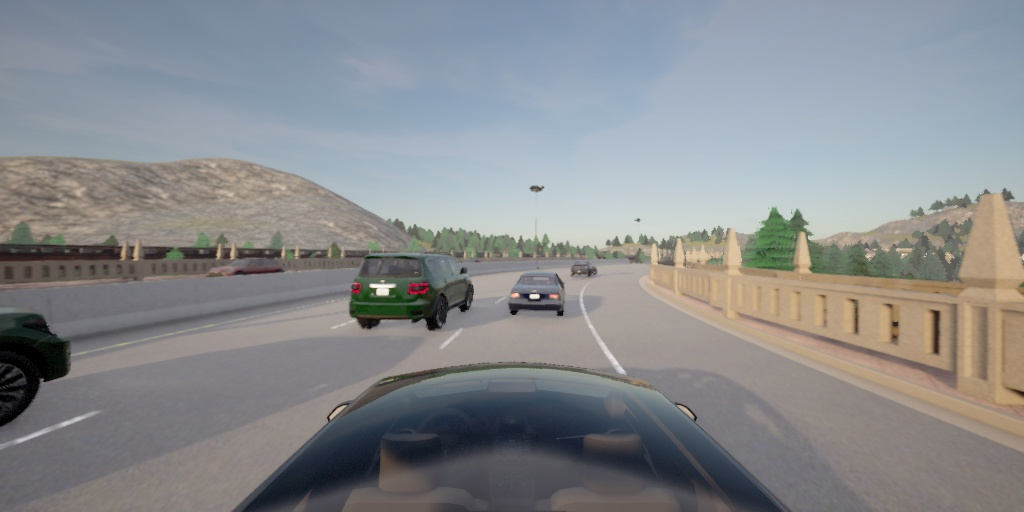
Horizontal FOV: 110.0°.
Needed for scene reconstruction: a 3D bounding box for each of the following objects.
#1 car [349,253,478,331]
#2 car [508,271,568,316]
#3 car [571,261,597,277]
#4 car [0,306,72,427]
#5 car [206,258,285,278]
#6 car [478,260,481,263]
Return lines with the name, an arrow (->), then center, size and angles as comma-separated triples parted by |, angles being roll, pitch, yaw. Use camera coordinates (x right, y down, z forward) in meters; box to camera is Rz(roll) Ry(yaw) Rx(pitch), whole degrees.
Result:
car -> -2.754, 0.933, 11.092 | 2.150, 2.045, 5.566 | 0, 0, 6
car -> 1.055, 1.274, 13.399 | 2.033, 1.411, 5.357 | 0, 0, 9
car -> 6.929, 1.198, 34.288 | 2.128, 1.511, 4.902 | 0, 0, 22
car -> -6.823, 0.933, 2.199 | 2.150, 2.045, 5.566 | 0, 0, 0
car -> -18.258, 0.943, 24.768 | 2.097, 1.767, 4.553 | 0, 0, 13
car -> -5.008, 1.138, 42.494 | 1.837, 1.490, 4.892 | 0, 0, 24
